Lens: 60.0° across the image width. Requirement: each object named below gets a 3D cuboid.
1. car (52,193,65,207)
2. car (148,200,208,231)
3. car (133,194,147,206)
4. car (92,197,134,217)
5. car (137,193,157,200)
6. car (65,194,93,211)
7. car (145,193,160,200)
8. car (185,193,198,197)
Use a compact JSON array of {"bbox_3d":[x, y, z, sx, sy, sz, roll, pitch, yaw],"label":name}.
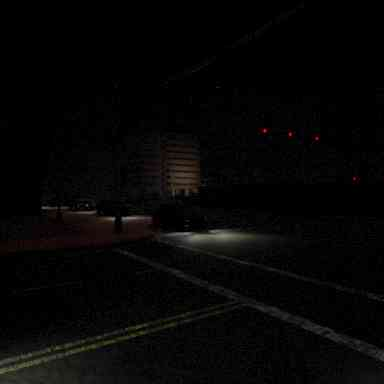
[{"bbox_3d":[-20.383,1.223,52.026,2.150,2.045,5.566,0,0,-32],"label":"car"},{"bbox_3d":[-0.879,1.478,20.897,1.882,1.535,5.008,0,0,-29],"label":"car"},{"bbox_3d":[-9.710,1.525,55.062,1.812,1.442,4.674,0,0,-33],"label":"car"},{"bbox_3d":[-7.679,1.478,32.044,1.882,1.535,5.008,0,0,-33],"label":"car"},{"bbox_3d":[-11.359,1.153,83.926,4.605,1.855,1.932,0,0,-34],"label":"car"},{"bbox_3d":[-13.936,1.221,41.837,2.150,2.045,5.566,0,0,-32],"label":"car"},{"bbox_3d":[-9.782,1.156,81.499,3.866,1.878,1.905,0,0,-34],"label":"car"},{"bbox_3d":[1.246,1.156,65.267,3.866,1.878,1.905,0,0,-34],"label":"car"}]
